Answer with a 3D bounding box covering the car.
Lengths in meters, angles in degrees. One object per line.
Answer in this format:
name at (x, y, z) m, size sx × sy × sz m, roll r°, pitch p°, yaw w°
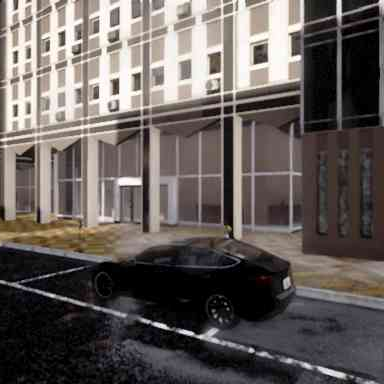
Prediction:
car at (-0.131, 1.584, 6.792) m, size 4.313 × 1.339 × 1.947 m, roll 0°, pitch 0°, yaw 33°
